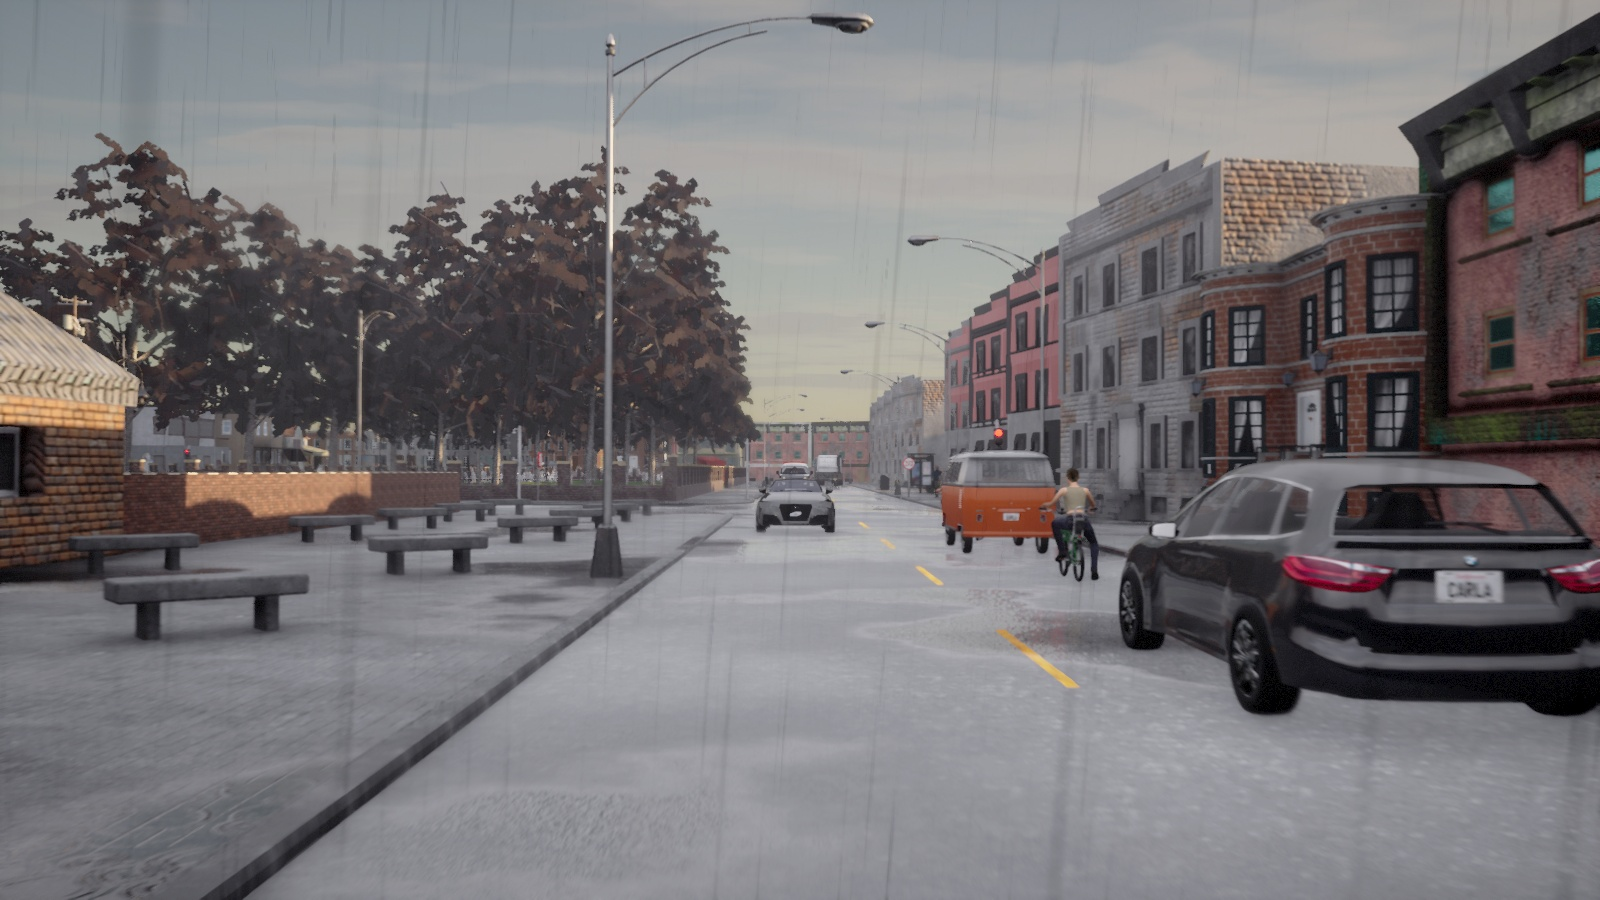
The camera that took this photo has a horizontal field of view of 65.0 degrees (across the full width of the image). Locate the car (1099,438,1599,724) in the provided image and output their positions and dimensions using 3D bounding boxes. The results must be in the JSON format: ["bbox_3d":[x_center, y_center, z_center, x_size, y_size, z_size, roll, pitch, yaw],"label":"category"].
[{"bbox_3d":[3.974,0.805,9.679,2.242,1.667,4.611,0,-1,0],"label":"car"}]

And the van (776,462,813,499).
[{"bbox_3d":[-0.288,1.763,73.127,2.069,2.038,4.480,0,-1,0],"label":"van"}]

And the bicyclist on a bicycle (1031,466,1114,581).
[{"bbox_3d":[3.957,1.043,18.362,0.866,1.612,1.509,0,-1,-1],"label":"bicyclist on a bicycle"}]

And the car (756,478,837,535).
[{"bbox_3d":[-0.098,1.430,32.936,1.994,1.385,4.181,0,-1,0],"label":"car"}]

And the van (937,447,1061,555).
[{"bbox_3d":[3.931,0.979,25.510,1.775,1.987,4.442,0,-1,0],"label":"van"}]
